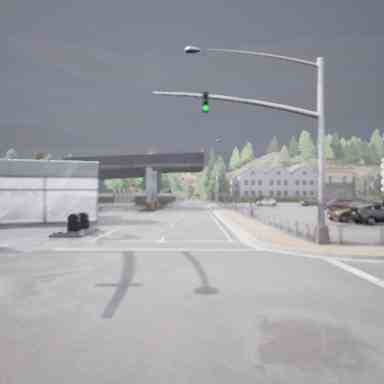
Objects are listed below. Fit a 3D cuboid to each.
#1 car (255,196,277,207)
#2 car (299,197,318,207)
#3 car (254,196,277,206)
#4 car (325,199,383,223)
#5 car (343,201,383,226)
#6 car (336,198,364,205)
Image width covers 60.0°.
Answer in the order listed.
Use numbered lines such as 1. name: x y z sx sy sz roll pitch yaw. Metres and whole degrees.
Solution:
1. car: 13.378 1.972 60.331 3.806 1.475 1.970 0 -1 0
2. car: 21.856 1.680 60.328 4.605 1.855 1.932 0 -1 0
3. car: 14.005 1.722 63.655 3.866 1.878 1.905 0 -1 0
4. car: 13.249 1.571 26.076 5.027 1.636 2.152 0 -1 0
5. car: 13.285 1.546 22.939 4.514 1.523 2.007 0 -1 0
6. car: 31.904 1.922 67.214 4.514 1.523 2.007 0 -1 0
